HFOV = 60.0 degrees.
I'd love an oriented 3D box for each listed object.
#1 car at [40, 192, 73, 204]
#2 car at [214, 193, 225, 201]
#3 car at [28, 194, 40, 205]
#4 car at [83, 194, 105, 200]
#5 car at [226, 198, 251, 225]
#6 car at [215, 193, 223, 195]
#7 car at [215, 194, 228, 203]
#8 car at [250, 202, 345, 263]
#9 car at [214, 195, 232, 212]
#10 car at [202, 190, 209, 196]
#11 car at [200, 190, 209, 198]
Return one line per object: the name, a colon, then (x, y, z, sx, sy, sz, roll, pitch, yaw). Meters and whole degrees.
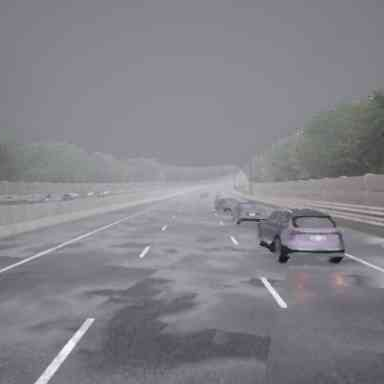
car: (-16.802, 0.937, 42.245, 2.097, 1.767, 4.553, 0, 0, 2)
car: (5.371, 0.899, 66.010, 2.128, 1.511, 4.902, 0, 1, 3)
car: (-20.192, 1.055, 44.961, 1.837, 1.490, 4.892, 0, 1, 3)
car: (-13.191, 1.062, 44.871, 2.128, 1.511, 4.902, 0, 1, 3)
car: (3.717, 1.355, 22.474, 2.033, 1.411, 5.357, 0, 0, 1)
car: (4.342, 1.102, 44.252, 1.882, 1.535, 5.008, 0, 0, 2)
car: (4.806, 1.094, 55.137, 1.994, 1.385, 4.181, 0, 1, 3)
car: (3.556, 1.333, 11.581, 2.033, 1.649, 4.856, 0, 0, 1)
car: (3.701, 1.274, 33.963, 1.994, 1.385, 4.181, 0, 0, -9)
car: (3.794, 0.254, 94.572, 1.812, 1.442, 4.674, 0, 2, 5)
car: (3.020, 0.615, 84.025, 2.128, 1.511, 4.902, 0, 1, 4)
